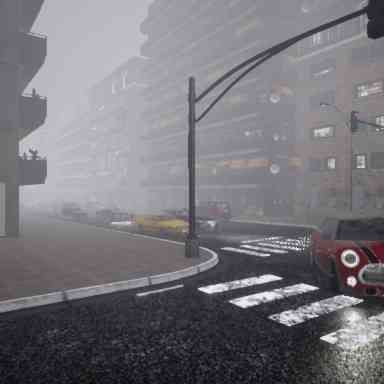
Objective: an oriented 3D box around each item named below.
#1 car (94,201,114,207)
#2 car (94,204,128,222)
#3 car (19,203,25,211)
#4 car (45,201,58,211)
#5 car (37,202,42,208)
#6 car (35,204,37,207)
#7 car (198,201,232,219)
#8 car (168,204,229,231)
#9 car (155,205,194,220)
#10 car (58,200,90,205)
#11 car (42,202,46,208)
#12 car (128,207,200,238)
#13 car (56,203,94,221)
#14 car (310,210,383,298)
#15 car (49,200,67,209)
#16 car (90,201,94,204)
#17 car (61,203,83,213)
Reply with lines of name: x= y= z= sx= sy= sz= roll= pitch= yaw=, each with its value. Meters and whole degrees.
car: x=-12.437 y=2.290 z=49.550 sx=1.801 sy=1.575 sz=5.366 roll=0 pitch=-1 yaw=-36
car: x=-7.482 y=2.106 z=32.149 sx=1.994 sy=1.385 sz=4.181 roll=0 pitch=-1 yaw=-36
car: x=-31.946 y=2.770 z=61.287 sx=1.887 sy=1.381 sz=4.507 roll=-1 pitch=0 yaw=-36
car: x=-25.285 y=2.755 z=62.001 sx=1.895 sy=1.301 sz=4.718 roll=0 pitch=-1 yaw=-36
car: x=-35.243 y=3.049 z=79.983 sx=1.887 sy=1.381 sz=4.507 roll=-1 pitch=0 yaw=-36
car: x=-38.573 y=3.168 z=84.563 sx=1.947 sy=1.339 sz=4.313 roll=-1 pitch=0 yaw=-36
car: x=1.444 y=1.713 z=29.638 sx=2.192 sy=1.841 sz=5.009 roll=-1 pitch=0 yaw=-36
car: x=-0.185 y=1.808 z=22.127 sx=2.128 sy=1.511 sz=4.902 roll=0 pitch=-1 yaw=-36
car: x=-1.885 y=2.045 z=34.214 sx=1.887 sy=1.381 sz=4.507 roll=-1 pitch=0 yaw=-36
car: x=-15.337 y=2.133 z=42.971 sx=2.097 sy=1.767 sz=4.553 roll=0 pitch=-1 yaw=-36
car: x=-31.906 y=2.973 z=75.405 sx=1.947 sy=1.339 sz=4.313 roll=-1 pitch=0 yaw=-36
car: x=-1.823 y=1.833 z=19.956 sx=1.752 sy=1.417 sz=4.829 roll=-1 pitch=0 yaw=-36
car: x=-11.930 y=2.163 z=33.825 sx=1.887 sy=1.381 sz=4.507 roll=-1 pitch=0 yaw=-36
car: x=4.489 y=1.417 z=8.738 sx=2.097 sy=1.767 sz=4.553 roll=-1 pitch=-1 yaw=11
car: x=-28.577 y=2.623 z=70.829 sx=2.192 sy=1.841 sz=5.009 roll=-1 pitch=0 yaw=-36
car: x=-16.462 y=2.307 z=55.009 sx=2.097 sy=1.767 sz=4.553 roll=0 pitch=-1 yaw=-36
car: x=-19.595 y=2.529 z=54.195 sx=2.033 sy=1.411 sz=5.357 roll=0 pitch=-1 yaw=-36
